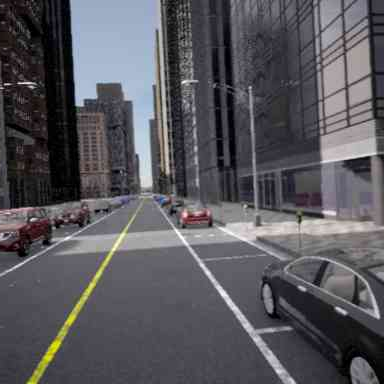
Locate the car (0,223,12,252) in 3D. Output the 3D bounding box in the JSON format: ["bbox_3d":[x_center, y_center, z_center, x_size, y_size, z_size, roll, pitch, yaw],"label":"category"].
[{"bbox_3d":[-6.920,1.878,8.957,2.008,1.369,4.403,-3,0,-7],"label":"car"}]

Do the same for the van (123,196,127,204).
[{"bbox_3d":[-14.237,1.811,64.888,1.690,1.788,3.998,-3,0,-7],"label":"van"}]

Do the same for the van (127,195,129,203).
[{"bbox_3d":[-14.968,1.825,70.481,1.690,1.788,3.998,-3,0,-7],"label":"van"}]

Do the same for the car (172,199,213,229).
[{"bbox_3d":[0.053,1.338,21.252,1.967,1.590,4.097,-3,0,-7],"label":"car"}]

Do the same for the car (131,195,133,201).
[{"bbox_3d":[-16.431,1.827,81.668,2.192,1.841,5.009,-3,0,-7],"label":"car"}]

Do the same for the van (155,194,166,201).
[{"bbox_3d":[-5.797,1.353,65.996,1.690,1.788,3.998,-3,0,-7],"label":"van"}]

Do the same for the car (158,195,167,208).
[{"bbox_3d":[-3.594,1.514,49.218,1.887,1.381,4.507,-3,0,-7],"label":"car"}]

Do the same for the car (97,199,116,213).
[{"bbox_3d":[-11.302,1.978,42.517,1.947,1.339,4.313,-3,0,-7],"label":"car"}]

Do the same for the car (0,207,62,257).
[{"bbox_3d":[-7.664,1.656,14.549,2.192,1.841,5.009,-3,0,-7],"label":"car"}]

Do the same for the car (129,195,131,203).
[{"bbox_3d":[-15.693,1.938,76.075,1.967,1.590,4.097,-3,0,-7],"label":"car"}]

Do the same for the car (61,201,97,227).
[{"bbox_3d":[-9.125,1.685,25.735,2.192,1.841,5.009,-3,0,-7],"label":"car"}]

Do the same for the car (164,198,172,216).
[{"bbox_3d":[-1.401,1.492,32.439,1.947,1.339,4.313,-3,0,-7],"label":"car"}]

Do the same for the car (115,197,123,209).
[{"bbox_3d":[-12.764,1.992,53.703,2.008,1.369,4.403,-3,0,-7],"label":"car"}]

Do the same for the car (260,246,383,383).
[{"bbox_3d":[2.251,1.408,4.474,2.008,1.369,4.403,-3,0,-7],"label":"car"}]

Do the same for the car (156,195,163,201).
[{"bbox_3d":[-8.705,1.649,88.370,1.802,1.307,4.206,-3,0,-7],"label":"car"}]

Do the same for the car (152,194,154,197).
[{"bbox_3d":[-9.437,1.647,93.963,1.947,1.339,4.313,-3,0,-7],"label":"car"}]

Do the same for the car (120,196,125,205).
[{"bbox_3d":[-13.474,1.980,59.127,1.752,1.417,4.829,-3,0,-7],"label":"car"}]

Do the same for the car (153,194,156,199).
[{"bbox_3d":[-7.975,1.636,82.777,1.802,1.307,4.206,-3,0,-7],"label":"car"}]
